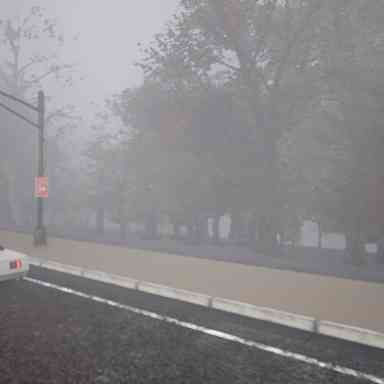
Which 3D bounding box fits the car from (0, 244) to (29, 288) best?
[{"bbox_3d":[-5.989,1.595,7.958,4.718,1.301,1.895,0,0,36],"label":"car"}]
